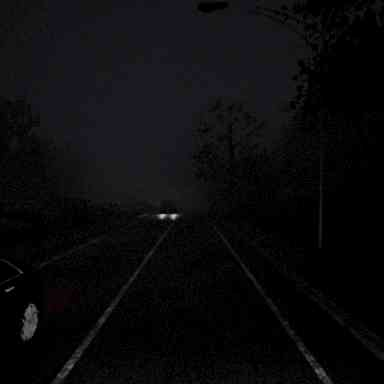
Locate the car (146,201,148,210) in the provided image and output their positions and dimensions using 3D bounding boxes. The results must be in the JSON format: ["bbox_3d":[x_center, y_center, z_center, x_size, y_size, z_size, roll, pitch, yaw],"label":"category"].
[{"bbox_3d":[-10.206,2.589,55.242,4.792,1.488,2.163,0,-2,0],"label":"car"}]

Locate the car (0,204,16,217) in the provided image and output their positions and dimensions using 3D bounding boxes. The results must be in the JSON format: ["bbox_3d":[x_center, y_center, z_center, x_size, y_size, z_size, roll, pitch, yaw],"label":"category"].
[{"bbox_3d":[-23.340,2.163,38.734,4.674,1.452,2.002,0,-2,0],"label":"car"}]

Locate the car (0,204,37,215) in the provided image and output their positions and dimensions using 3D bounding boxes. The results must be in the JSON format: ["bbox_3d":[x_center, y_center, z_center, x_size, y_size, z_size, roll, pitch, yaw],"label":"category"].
[{"bbox_3d":[-23.336,2.305,44.147,4.674,1.452,2.002,0,-2,0],"label":"car"}]

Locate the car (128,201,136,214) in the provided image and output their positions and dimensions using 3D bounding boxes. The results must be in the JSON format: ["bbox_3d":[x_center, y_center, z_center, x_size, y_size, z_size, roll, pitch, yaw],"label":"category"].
[{"bbox_3d":[-10.073,2.191,41.367,5.366,1.575,1.946,0,-2,0],"label":"car"}]

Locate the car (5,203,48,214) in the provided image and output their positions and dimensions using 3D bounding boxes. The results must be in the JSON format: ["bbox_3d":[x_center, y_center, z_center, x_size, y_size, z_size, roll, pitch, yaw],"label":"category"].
[{"bbox_3d":[-23.323,2.342,47.042,5.008,1.535,2.097,0,-2,0],"label":"car"}]

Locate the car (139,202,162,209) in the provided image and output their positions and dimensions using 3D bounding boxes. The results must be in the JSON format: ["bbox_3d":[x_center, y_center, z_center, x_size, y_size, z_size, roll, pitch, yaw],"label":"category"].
[{"bbox_3d":[-10.008,3.300,80.207,5.366,1.575,1.946,0,-2,0],"label":"car"}]

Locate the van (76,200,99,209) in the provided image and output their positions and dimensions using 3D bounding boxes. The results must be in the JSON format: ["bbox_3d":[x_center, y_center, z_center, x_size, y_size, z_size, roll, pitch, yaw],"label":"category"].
[{"bbox_3d":[-23.399,2.881,74.608,4.442,1.987,1.878,0,-2,0],"label":"van"}]

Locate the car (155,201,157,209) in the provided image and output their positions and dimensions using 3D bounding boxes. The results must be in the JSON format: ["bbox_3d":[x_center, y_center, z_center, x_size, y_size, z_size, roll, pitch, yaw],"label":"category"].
[{"bbox_3d":[-10.206,2.935,69.120,4.892,1.521,2.231,0,-2,0],"label":"car"}]

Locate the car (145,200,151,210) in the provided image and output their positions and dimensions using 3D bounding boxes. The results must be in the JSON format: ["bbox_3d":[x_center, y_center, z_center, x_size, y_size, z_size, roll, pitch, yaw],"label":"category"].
[{"bbox_3d":[-10.201,2.662,58.018,4.792,1.488,2.163,0,-2,0],"label":"car"}]

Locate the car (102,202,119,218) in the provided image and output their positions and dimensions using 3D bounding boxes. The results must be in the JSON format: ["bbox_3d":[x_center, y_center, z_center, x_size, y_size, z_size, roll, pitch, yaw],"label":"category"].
[{"bbox_3d":[-10.267,1.974,33.041,5.008,1.535,2.097,0,-2,0],"label":"car"}]

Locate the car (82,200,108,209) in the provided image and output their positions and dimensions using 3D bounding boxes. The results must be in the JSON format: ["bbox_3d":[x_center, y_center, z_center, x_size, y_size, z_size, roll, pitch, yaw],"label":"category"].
[{"bbox_3d":[-23.302,3.052,80.269,5.566,2.045,2.435,0,-2,0],"label":"car"}]

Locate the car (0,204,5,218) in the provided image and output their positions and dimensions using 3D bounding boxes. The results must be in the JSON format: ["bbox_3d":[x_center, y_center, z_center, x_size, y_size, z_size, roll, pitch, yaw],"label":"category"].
[{"bbox_3d":[-23.342,2.050,35.965,5.008,1.535,2.097,0,-2,0],"label":"car"}]

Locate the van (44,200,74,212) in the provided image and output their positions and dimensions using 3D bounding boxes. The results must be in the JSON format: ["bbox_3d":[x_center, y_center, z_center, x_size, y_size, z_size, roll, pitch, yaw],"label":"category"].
[{"bbox_3d":[-23.193,2.408,58.125,4.442,1.987,1.878,0,-2,0],"label":"van"}]

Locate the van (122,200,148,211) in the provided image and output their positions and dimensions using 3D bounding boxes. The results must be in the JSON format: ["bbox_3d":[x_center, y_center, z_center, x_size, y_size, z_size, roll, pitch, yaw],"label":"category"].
[{"bbox_3d":[-10.343,2.480,60.800,4.442,1.987,1.878,0,-2,0],"label":"van"}]

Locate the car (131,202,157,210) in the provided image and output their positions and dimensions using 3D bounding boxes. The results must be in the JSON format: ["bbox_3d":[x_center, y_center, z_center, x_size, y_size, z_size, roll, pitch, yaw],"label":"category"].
[{"bbox_3d":[-10.393,3.016,71.886,5.366,1.575,1.946,0,-2,0],"label":"car"}]

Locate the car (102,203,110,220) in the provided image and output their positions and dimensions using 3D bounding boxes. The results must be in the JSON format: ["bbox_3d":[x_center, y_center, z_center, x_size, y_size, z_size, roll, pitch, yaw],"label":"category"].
[{"bbox_3d":[-10.279,1.941,30.265,4.674,1.452,2.002,0,-2,0],"label":"car"}]

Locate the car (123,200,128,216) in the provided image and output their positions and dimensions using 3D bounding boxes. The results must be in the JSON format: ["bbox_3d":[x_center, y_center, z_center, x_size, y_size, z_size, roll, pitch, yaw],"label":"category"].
[{"bbox_3d":[-10.232,1.995,38.595,4.553,1.767,2.185,0,-2,0],"label":"car"}]

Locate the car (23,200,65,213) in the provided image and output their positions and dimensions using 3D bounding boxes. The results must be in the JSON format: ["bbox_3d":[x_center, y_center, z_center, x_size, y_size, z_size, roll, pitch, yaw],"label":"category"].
[{"bbox_3d":[-23.291,2.237,52.588,5.566,2.045,2.435,0,-2,0],"label":"car"}]

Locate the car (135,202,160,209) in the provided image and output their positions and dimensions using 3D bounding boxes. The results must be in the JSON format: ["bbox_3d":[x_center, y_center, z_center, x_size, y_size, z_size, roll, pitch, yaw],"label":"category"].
[{"bbox_3d":[-10.018,3.103,74.537,5.366,1.575,1.946,0,-2,0],"label":"car"}]

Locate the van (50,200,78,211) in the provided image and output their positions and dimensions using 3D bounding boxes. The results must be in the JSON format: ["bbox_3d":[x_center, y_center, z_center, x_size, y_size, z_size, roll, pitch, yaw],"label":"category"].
[{"bbox_3d":[-23.422,2.481,60.894,4.442,1.987,1.878,0,-2,0],"label":"van"}]

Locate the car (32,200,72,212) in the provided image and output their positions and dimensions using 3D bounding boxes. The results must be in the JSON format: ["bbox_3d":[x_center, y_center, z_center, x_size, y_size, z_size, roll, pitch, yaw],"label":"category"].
[{"bbox_3d":[-23.287,2.310,55.357,5.566,2.045,2.435,0,-2,0],"label":"car"}]

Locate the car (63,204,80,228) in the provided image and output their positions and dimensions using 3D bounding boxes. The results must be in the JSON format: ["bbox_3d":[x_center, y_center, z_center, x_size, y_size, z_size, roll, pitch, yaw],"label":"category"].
[{"bbox_3d":[-10.320,1.741,21.965,4.792,1.488,2.163,0,-1,0],"label":"car"}]

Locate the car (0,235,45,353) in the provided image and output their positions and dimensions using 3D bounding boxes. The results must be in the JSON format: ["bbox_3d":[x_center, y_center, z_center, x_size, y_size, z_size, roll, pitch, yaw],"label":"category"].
[{"bbox_3d":[-3.346,1.541,3.622,1.837,1.490,4.892,0,-1,0],"label":"car"}]

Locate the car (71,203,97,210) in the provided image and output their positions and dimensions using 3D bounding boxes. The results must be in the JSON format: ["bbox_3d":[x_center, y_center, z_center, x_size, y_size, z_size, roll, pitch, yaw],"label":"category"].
[{"bbox_3d":[-23.316,3.045,71.830,4.792,1.488,2.163,0,-2,0],"label":"car"}]

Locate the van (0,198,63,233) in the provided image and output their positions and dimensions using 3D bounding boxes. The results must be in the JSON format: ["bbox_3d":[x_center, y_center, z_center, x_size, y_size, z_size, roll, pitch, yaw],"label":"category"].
[{"bbox_3d":[-10.179,1.457,19.186,4.442,1.987,1.878,0,-1,0],"label":"van"}]

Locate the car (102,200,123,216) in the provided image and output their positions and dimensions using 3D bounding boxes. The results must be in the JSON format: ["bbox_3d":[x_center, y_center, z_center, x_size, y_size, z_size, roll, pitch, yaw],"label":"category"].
[{"bbox_3d":[-10.236,1.922,35.820,4.553,1.767,2.185,0,-2,0],"label":"car"}]

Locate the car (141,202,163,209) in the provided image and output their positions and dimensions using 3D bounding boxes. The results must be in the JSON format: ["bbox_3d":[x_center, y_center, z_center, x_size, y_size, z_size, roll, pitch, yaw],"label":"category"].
[{"bbox_3d":[-10.370,3.494,85.756,5.366,1.575,1.946,0,-2,0],"label":"car"}]

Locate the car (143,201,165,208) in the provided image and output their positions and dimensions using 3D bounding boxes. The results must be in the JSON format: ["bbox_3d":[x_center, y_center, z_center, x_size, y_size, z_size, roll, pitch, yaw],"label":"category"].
[{"bbox_3d":[-10.208,3.343,88.540,5.566,2.045,2.435,0,-2,0],"label":"car"}]

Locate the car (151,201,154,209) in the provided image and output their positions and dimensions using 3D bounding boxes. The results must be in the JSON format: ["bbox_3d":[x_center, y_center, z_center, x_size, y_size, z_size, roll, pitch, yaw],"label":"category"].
[{"bbox_3d":[-10.251,2.808,63.569,4.792,1.488,2.163,0,-2,0],"label":"car"}]

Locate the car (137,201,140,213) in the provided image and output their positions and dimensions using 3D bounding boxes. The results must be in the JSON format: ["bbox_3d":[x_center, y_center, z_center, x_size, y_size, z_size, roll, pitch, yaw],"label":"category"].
[{"bbox_3d":[-10.255,2.341,46.918,4.892,1.521,2.231,0,-2,0],"label":"car"}]

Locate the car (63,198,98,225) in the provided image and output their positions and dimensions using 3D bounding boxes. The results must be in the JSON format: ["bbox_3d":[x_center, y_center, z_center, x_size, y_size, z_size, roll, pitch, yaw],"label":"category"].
[{"bbox_3d":[-10.314,1.504,24.722,5.566,2.045,2.435,0,-2,0],"label":"car"}]

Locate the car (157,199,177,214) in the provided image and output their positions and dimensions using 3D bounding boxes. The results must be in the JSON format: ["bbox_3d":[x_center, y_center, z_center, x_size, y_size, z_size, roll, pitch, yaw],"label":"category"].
[{"bbox_3d":[-3.303,2.089,47.968,2.150,2.045,5.566,0,-2,0],"label":"car"}]

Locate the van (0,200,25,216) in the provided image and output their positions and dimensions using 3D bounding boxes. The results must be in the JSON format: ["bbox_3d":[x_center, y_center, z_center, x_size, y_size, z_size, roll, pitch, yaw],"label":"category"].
[{"bbox_3d":[-23.455,1.967,41.384,4.442,1.987,1.878,0,-2,0],"label":"van"}]

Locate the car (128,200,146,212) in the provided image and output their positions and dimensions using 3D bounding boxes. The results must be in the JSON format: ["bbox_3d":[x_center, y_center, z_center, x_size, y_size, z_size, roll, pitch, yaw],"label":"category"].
[{"bbox_3d":[-10.059,2.410,49.692,5.366,1.575,1.946,0,-1,0],"label":"car"}]

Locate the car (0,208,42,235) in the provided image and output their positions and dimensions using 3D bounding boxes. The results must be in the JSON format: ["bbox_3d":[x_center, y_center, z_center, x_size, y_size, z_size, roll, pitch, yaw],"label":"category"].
[{"bbox_3d":[-10.303,1.695,16.407,4.674,1.452,2.002,0,-1,0],"label":"car"}]

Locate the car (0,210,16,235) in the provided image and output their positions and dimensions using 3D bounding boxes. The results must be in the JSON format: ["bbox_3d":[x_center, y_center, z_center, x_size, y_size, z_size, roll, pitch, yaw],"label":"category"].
[{"bbox_3d":[-10.275,1.656,13.630,4.792,1.488,2.163,0,-1,0],"label":"car"}]

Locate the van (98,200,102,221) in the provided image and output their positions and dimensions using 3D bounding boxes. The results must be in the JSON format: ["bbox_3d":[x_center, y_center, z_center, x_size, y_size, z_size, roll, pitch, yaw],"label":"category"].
[{"bbox_3d":[-10.165,1.602,27.497,4.442,1.987,1.878,0,-2,0],"label":"van"}]

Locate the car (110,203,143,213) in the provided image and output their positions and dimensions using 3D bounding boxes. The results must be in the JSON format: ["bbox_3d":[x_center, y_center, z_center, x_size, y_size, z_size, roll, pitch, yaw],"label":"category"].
[{"bbox_3d":[-10.211,2.516,52.467,4.792,1.488,2.163,0,-2,0],"label":"car"}]

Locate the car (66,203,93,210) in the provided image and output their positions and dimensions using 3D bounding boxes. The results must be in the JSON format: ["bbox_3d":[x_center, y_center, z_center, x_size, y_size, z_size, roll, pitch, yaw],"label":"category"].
[{"bbox_3d":[-23.321,2.964,69.192,4.792,1.488,2.163,0,-2,0],"label":"car"}]

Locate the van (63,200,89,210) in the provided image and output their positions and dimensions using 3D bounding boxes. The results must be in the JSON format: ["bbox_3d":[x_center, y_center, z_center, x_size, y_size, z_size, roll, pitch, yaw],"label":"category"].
[{"bbox_3d":[-23.188,2.630,66.448,4.442,1.987,1.878,0,-2,0],"label":"van"}]

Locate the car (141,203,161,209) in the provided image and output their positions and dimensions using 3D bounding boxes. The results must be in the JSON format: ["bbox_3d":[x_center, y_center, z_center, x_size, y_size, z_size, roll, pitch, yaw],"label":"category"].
[{"bbox_3d":[-10.195,3.401,82.981,4.892,1.521,2.231,0,-2,0],"label":"car"}]
